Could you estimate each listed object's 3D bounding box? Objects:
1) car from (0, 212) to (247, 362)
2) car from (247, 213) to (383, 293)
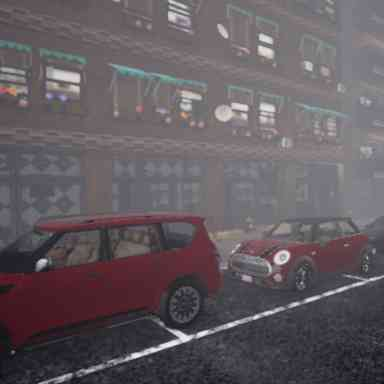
[{"bbox_3d":[-1.761,1.305,5.319,5.009,1.841,2.192,0,0,-35],"label":"car"},{"bbox_3d":[2.852,1.393,8.606,4.097,1.590,1.967,0,0,-35],"label":"car"}]
